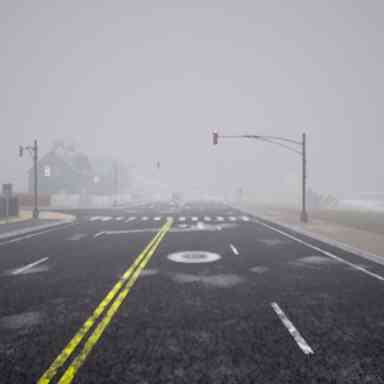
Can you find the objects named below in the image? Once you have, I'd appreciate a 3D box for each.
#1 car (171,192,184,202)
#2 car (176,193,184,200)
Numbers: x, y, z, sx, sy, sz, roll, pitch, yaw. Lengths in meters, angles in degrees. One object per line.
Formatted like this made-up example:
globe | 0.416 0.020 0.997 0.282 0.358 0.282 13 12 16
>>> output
car | -3.239 1.116 69.760 2.150 2.045 5.566 0 0 0
car | -3.237 1.235 89.456 2.097 1.767 4.553 0 0 0
